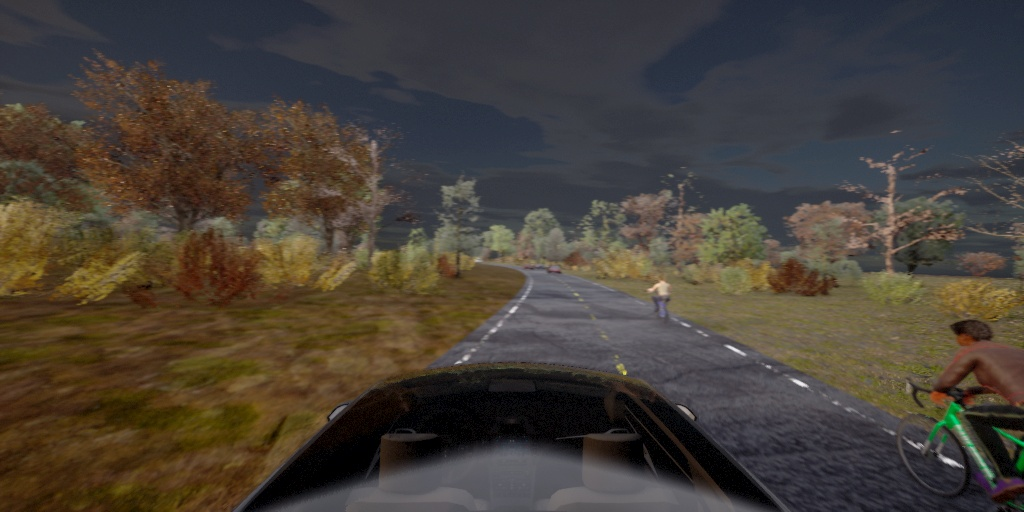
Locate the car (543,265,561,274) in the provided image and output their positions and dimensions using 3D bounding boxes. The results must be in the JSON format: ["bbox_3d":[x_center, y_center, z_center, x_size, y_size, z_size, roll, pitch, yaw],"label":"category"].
[{"bbox_3d":[6.662,2.121,57.833,1.994,1.385,4.181,2,0,-2],"label":"car"}]

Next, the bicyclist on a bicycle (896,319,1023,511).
[{"bbox_3d":[3.767,1.346,2.818,0.582,1.620,1.656,2,-1,9],"label":"bicyclist on a bicycle"}]

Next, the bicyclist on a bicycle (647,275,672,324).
[{"bbox_3d":[5.218,1.483,12.577,0.866,1.612,1.509,2,-1,7],"label":"bicyclist on a bicycle"}]
